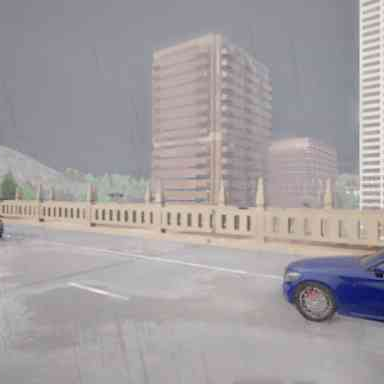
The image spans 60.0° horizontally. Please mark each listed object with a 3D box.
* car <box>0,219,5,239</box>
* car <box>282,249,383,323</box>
[{"bbox_3d":[-10.765,1.526,15.967,4.674,1.442,1.812,0,0,35],"label":"car"},{"bbox_3d":[3.880,1.525,5.523,4.674,1.442,1.812,0,0,35],"label":"car"}]
